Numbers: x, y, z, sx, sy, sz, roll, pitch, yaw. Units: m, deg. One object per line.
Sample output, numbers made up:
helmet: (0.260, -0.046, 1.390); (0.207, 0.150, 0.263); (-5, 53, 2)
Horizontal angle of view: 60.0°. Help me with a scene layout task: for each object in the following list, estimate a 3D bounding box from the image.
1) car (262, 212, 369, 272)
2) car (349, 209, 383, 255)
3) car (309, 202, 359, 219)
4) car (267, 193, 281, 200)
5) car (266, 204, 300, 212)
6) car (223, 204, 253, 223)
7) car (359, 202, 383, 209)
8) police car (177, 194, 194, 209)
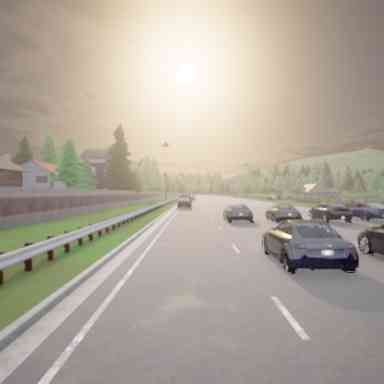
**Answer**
car: (3.592, 1.580, 10.809); (1.994, 1.385, 4.181); (0, 0, 0)
car: (7.092, 1.521, 10.468); (1.837, 1.490, 4.892); (0, 0, 0)
car: (10.592, 1.544, 25.715); (1.837, 1.490, 4.892); (0, 0, 0)
car: (22.915, 1.352, 92.523); (3.866, 1.878, 1.905); (0, 0, 0)
car: (7.092, 1.603, 26.128); (1.994, 1.385, 4.181); (0, 0, 0)
car: (3.592, 1.604, 26.341); (1.994, 1.385, 4.181); (0, 0, 0)
car: (14.093, 1.566, 26.675); (1.812, 1.442, 4.674); (0, 0, 0)
police car: (-1.054, 1.496, 46.522); (1.930, 1.638, 5.238); (0, 0, 0)
